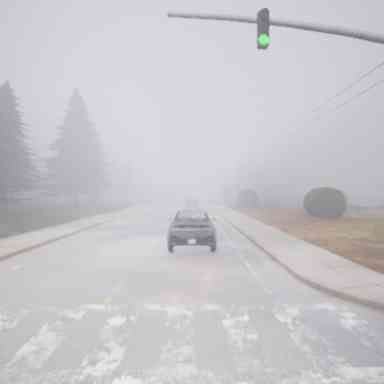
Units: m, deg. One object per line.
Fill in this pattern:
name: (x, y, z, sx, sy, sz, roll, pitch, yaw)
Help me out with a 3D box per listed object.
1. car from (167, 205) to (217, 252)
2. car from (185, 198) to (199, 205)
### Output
car: (-0.004, 1.512, 13.911, 2.128, 1.511, 4.902, 0, 0, 0)
car: (0.037, 1.533, 45.022, 1.837, 1.490, 4.892, 0, 0, 0)
